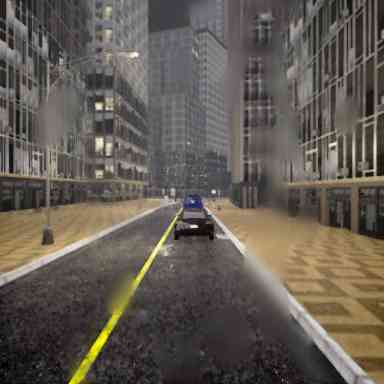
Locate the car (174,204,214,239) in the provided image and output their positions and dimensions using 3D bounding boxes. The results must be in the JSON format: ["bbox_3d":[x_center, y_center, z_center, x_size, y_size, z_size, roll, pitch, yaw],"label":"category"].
[{"bbox_3d":[0.099,1.566,17.414,1.994,1.385,4.181,0,0,0],"label":"car"}]

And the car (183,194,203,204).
[{"bbox_3d":[0.099,1.238,39.034,2.150,2.045,5.566,0,0,0],"label":"car"}]
